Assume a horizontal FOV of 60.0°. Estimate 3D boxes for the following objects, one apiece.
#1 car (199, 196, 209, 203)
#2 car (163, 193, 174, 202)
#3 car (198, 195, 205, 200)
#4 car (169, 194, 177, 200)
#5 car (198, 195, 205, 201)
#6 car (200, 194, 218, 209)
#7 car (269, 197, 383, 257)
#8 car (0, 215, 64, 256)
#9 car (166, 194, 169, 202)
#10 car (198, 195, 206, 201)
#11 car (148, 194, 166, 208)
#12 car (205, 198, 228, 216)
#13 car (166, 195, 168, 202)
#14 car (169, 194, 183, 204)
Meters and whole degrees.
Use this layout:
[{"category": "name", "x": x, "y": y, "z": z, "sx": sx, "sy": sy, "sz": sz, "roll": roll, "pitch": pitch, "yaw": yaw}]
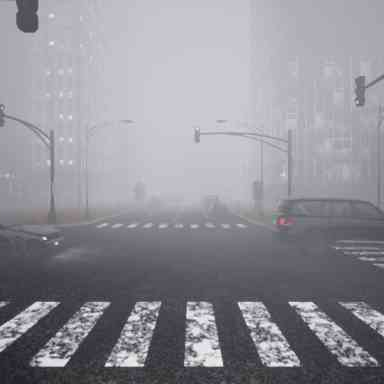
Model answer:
[{"category": "car", "x": 2.539, "y": 1.506, "z": 70.774, "sx": 1.887, "sy": 1.381, "sz": 4.507, "roll": -1, "pitch": 0, "yaw": 0}, {"category": "car", "x": -5.345, "y": 1.272, "z": 76.272, "sx": 2.192, "sy": 1.841, "sz": 5.009, "roll": -1, "pitch": 0, "yaw": 0}, {"category": "car", "x": 2.535, "y": 1.487, "z": 92.873, "sx": 1.887, "sy": 1.381, "sz": 4.507, "roll": -1, "pitch": 0, "yaw": 0}, {"category": "car", "x": -5.347, "y": 1.382, "z": 92.846, "sx": 1.967, "sy": 1.590, "sz": 4.097, "roll": -1, "pitch": 0, "yaw": 0}, {"category": "car", "x": 2.536, "y": 1.472, "z": 87.518, "sx": 1.752, "sy": 1.417, "sz": 4.829, "roll": -1, "pitch": 0, "yaw": 0}, {"category": "car", "x": 2.530, "y": 1.296, "z": 43.152, "sx": 2.192, "sy": 1.841, "sz": 5.009, "roll": -1, "pitch": 0, "yaw": 0}, {"category": "car", "x": 5.754, "y": 1.238, "z": 12.498, "sx": 5.566, "sy": 2.045, "sz": 2.150, "roll": 1, "pitch": 1, "yaw": 0}, {"category": "car", "x": -7.741, "y": 1.553, "z": 12.464, "sx": 5.357, "sy": 1.411, "sz": 2.033, "roll": 0, "pitch": 0, "yaw": 0}, {"category": "car", "x": -5.342, "y": 1.402, "z": 70.748, "sx": 1.967, "sy": 1.590, "sz": 4.097, "roll": -1, "pitch": 0, "yaw": 0}, {"category": "car", "x": 2.538, "y": 1.534, "z": 81.824, "sx": 1.802, "sy": 1.307, "sz": 4.206, "roll": -1, "pitch": 0, "yaw": 0}, {"category": "car", "x": -5.337, "y": 1.418, "z": 48.650, "sx": 1.967, "sy": 1.590, "sz": 4.097, "roll": -1, "pitch": 0, "yaw": 0}, {"category": "car", "x": 2.515, "y": 1.569, "z": 32.103, "sx": 1.802, "sy": 1.307, "sz": 4.206, "roll": -1, "pitch": 0, "yaw": 0}, {"category": "car", "x": -5.337, "y": 1.556, "z": 54.174, "sx": 1.802, "sy": 1.307, "sz": 4.206, "roll": -1, "pitch": 0, "yaw": 0}, {"category": "car", "x": -2.763, "y": 1.319, "z": 64.366, "sx": 2.097, "sy": 1.767, "sz": 4.553, "roll": 0, "pitch": 0, "yaw": 0}]
